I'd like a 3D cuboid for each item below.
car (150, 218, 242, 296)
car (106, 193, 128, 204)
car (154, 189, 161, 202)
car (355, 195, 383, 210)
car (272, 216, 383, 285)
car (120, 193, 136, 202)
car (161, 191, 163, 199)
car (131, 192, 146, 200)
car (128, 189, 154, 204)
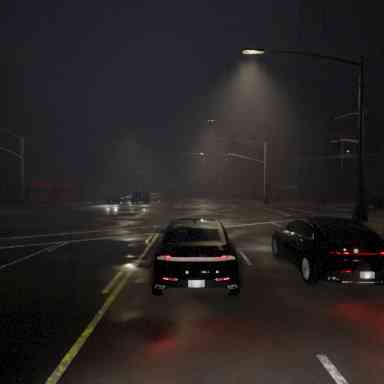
[{"bbox_3d":[0.074,1.410,8.424,2.128,1.511,4.902,0,1,0],"label":"car"},{"bbox_3d":[-10.702,0.898,46.785,2.128,1.511,4.902,0,0,0],"label":"car"},{"bbox_3d":[-7.216,0.572,57.484,2.150,2.045,5.566,0,0,0],"label":"car"},{"bbox_3d":[19.034,1.039,33.432,4.892,1.490,1.837,0,1,0],"label":"car"},{"bbox_3d":[3.578,1.415,9.218,1.837,1.490,4.892,0,1,0],"label":"car"},{"bbox_3d":[-10.722,0.881,56.050,1.812,1.442,4.674,0,0,0],"label":"car"},{"bbox_3d":[-7.206,0.541,67.920,2.150,2.045,5.566,0,0,0],"label":"car"},{"bbox_3d":[-10.715,0.815,66.453,2.128,1.511,4.902,0,0,0],"label":"car"},{"bbox_3d":[-7.191,0.626,47.450,2.150,2.045,5.566,0,0,1],"label":"car"}]
